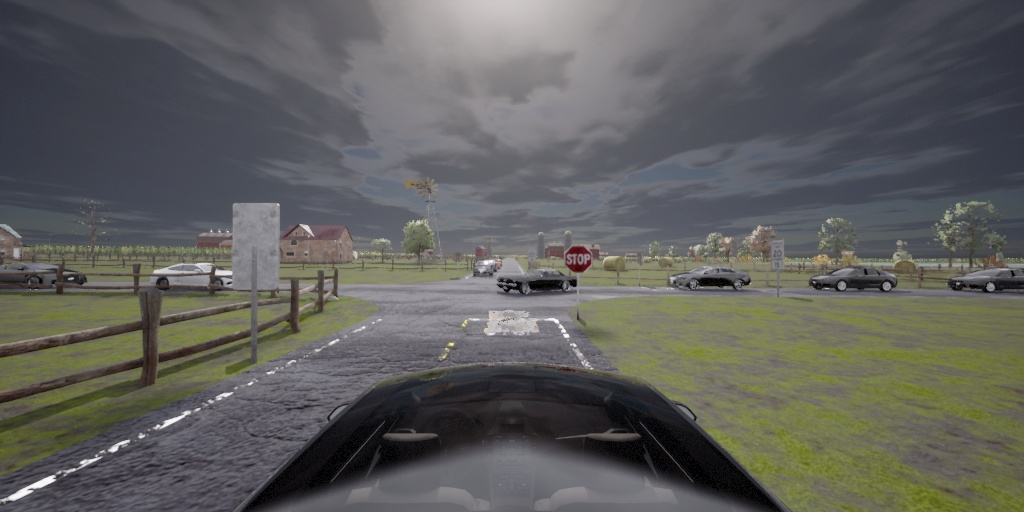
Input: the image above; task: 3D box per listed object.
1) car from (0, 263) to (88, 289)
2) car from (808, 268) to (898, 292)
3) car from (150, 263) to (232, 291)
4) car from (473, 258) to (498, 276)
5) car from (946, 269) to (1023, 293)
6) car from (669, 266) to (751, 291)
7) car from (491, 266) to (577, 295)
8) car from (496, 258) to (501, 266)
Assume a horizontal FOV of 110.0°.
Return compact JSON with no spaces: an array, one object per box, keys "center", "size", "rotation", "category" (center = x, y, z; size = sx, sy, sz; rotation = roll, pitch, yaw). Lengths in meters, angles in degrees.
[{"center":[-26.375,1.058,19.787],"size":[4.181,1.385,1.994],"rotation":[1,-1,-1],"category":"car"},{"center":[22.186,1.511,23.431],"size":[4.892,1.490,1.837],"rotation":[1,-1,-1],"category":"car"},{"center":[-17.255,1.114,19.915],"size":[4.674,1.442,1.812],"rotation":[1,-1,-1],"category":"car"},{"center":[-2.887,1.262,36.891],"size":[2.128,1.511,4.902],"rotation":[0,0,0],"category":"car"},{"center":[31.688,1.598,23.559],"size":[4.892,1.490,1.837],"rotation":[1,-1,-1],"category":"car"},{"center":[12.784,1.408,23.254],"size":[4.902,1.511,2.128],"rotation":[1,-1,-2],"category":"car"},{"center":[1.454,1.378,19.986],"size":[4.718,1.301,1.895],"rotation":[1,-1,-35],"category":"car"},{"center":[-2.887,1.266,46.232],"size":[2.128,1.511,4.902],"rotation":[0,0,0],"category":"car"}]
